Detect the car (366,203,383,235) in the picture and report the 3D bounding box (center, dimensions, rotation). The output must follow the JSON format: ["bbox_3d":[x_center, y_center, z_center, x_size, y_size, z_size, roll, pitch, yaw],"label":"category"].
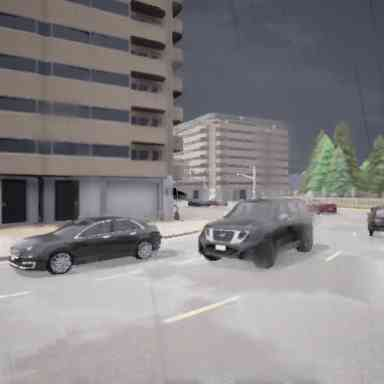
[{"bbox_3d":[10.749,1.572,18.408,1.812,1.442,4.674,0,0,26],"label":"car"}]

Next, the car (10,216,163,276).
[{"bbox_3d":[-3.191,1.576,10.847,4.892,1.490,1.837,0,0,-44],"label":"car"}]

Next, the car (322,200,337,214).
[{"bbox_3d":[14.297,1.601,36.969,1.882,1.535,5.008,0,0,-2],"label":"car"}]

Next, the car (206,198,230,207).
[{"bbox_3d":[4.369,1.801,56.827,1.812,1.442,4.674,0,0,-28],"label":"car"}]

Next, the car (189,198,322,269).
[{"bbox_3d":[2.551,1.272,11.855,2.150,2.045,5.566,0,0,39],"label":"car"}]
